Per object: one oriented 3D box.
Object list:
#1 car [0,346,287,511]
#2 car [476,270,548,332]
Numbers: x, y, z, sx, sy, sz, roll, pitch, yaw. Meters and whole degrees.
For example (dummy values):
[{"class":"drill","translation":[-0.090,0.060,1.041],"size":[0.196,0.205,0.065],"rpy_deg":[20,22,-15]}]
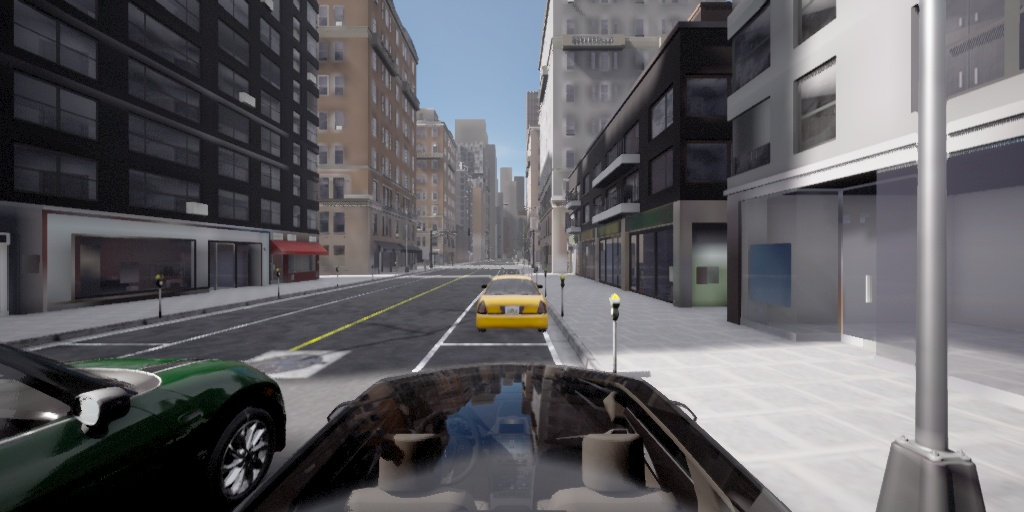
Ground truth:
[{"class":"car","translation":[-3.145,1.097,1.470],"size":[2.097,1.767,4.553],"rpy_deg":[0,0,0]},{"class":"car","translation":[0.005,1.198,10.690],"size":[1.801,1.575,5.366],"rpy_deg":[0,0,0]}]
